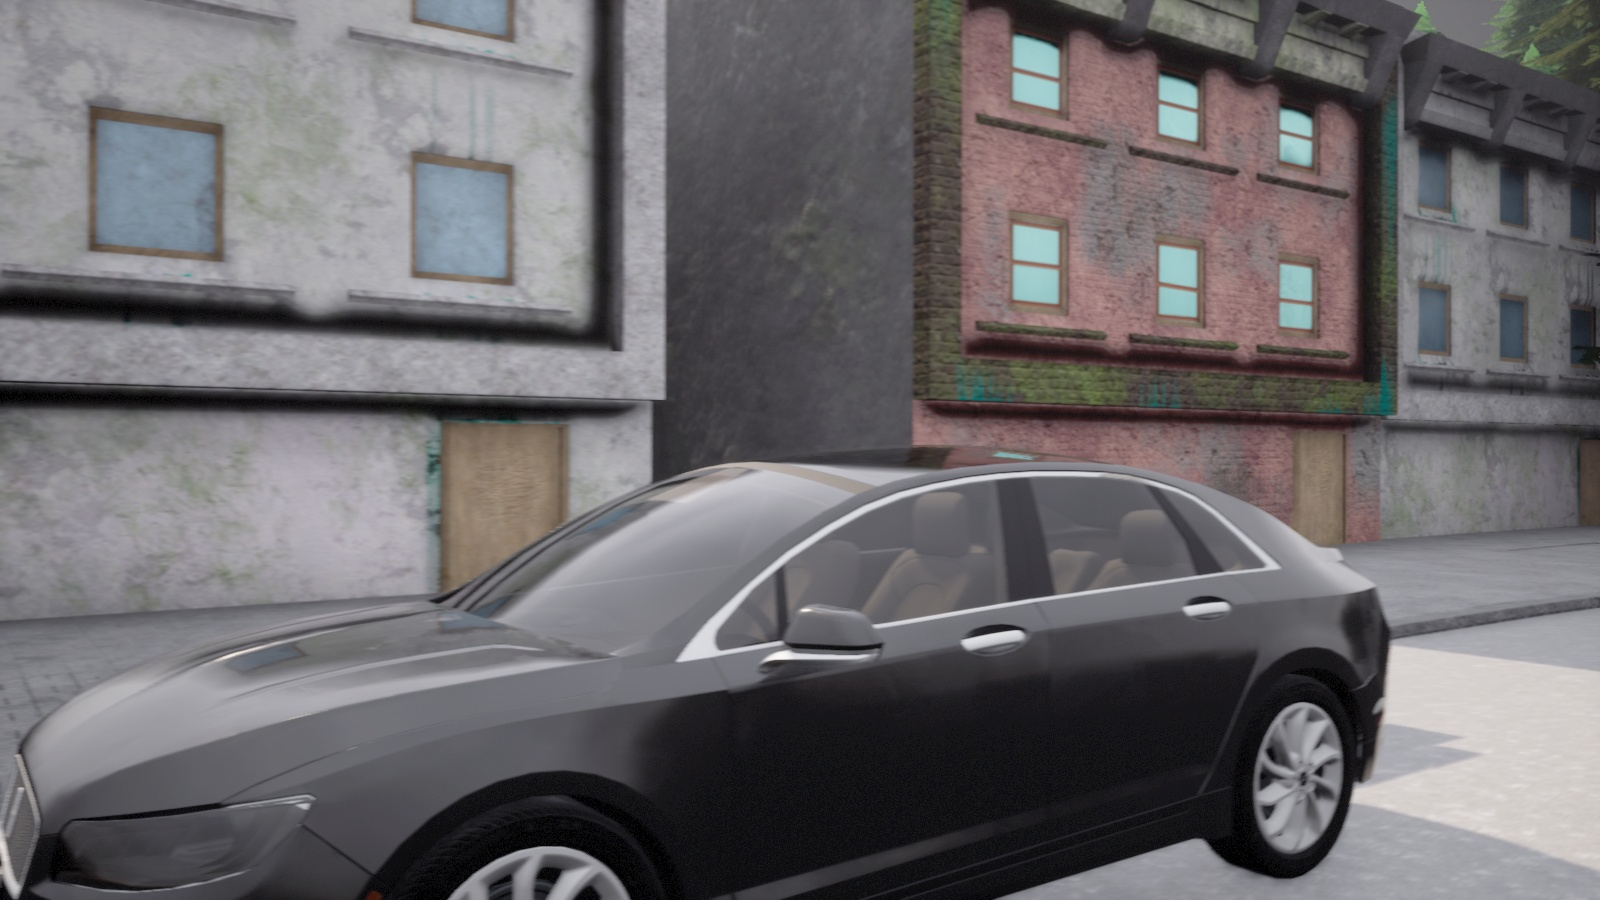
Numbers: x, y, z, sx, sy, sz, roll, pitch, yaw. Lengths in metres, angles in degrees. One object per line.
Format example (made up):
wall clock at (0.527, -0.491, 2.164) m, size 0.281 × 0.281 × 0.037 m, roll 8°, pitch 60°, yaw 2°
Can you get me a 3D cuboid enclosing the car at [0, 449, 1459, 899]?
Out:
car at (0.074, 0.759, 4.326) m, size 4.892 × 1.490 × 1.837 m, roll 0°, pitch 0°, yaw -35°
